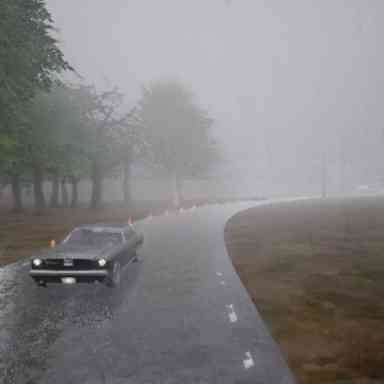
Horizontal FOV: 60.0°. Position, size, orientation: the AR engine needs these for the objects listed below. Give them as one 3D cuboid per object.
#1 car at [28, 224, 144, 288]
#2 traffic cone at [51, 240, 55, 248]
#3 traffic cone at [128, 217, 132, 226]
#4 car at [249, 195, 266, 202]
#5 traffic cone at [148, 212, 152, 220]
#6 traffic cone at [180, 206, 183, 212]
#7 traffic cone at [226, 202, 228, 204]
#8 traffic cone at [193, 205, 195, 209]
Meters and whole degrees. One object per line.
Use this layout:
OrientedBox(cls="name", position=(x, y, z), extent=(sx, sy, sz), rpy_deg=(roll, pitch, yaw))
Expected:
OrientedBox(cls="car", position=(-2.642, 1.625, 9.435), extent=(1.895, 1.301, 4.718), rpy_deg=(0, 0, 1))
OrientedBox(cls="traffic cone", position=(-4.906, 1.981, 11.758), extent=(0.340, 0.580, 0.340), rpy_deg=(0, 0, 2))
OrientedBox(cls="traffic cone", position=(-4.114, 1.962, 21.976), extent=(0.340, 0.580, 0.340), rpy_deg=(0, 0, 7))
OrientedBox(cls="car", position=(12.655, 1.220, 64.060), extent=(1.895, 1.301, 4.718), rpy_deg=(1, 1, 29))
OrientedBox(cls="traffic cone", position=(-3.366, 1.940, 27.045), extent=(0.340, 0.580, 0.340), rpy_deg=(0, 0, 10))
OrientedBox(cls="traffic cone", position=(-1.173, 1.873, 37.054), extent=(0.340, 0.580, 0.340), rpy_deg=(0, 1, 15))
OrientedBox(cls="traffic cone", position=(5.927, 1.667, 56.253), extent=(0.340, 0.580, 0.340), rpy_deg=(1, 1, 26))
OrientedBox(cls="traffic cone", position=(0.267, 1.829, 41.972), extent=(0.340, 0.580, 0.340), rpy_deg=(0, 1, 18))
